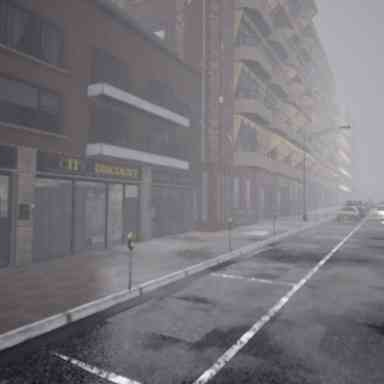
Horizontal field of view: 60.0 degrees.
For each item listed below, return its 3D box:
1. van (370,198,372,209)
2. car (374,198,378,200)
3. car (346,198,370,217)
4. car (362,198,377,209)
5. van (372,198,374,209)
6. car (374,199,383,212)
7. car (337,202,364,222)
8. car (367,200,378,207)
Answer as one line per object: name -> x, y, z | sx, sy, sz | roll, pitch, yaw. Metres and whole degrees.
van -> 22.790, 1.892, 44.649 | 1.690, 1.788, 3.998 | 1, 0, 31
car -> 31.241, 2.067, 58.927 | 2.192, 1.841, 5.009 | 1, 0, 31
car -> 17.157, 1.742, 35.133 | 2.192, 1.841, 5.009 | 1, 0, 31
car -> 34.058, 2.137, 63.685 | 2.192, 1.841, 5.009 | 1, 0, 31
van -> 25.607, 1.958, 49.410 | 1.690, 1.788, 3.998 | 1, 0, 31
car -> 28.571, 2.156, 49.427 | 2.033, 1.411, 5.357 | -1, -1, 31
car -> 14.249, 1.891, 30.227 | 1.752, 1.417, 4.829 | 1, 0, 31
car -> 39.688, 2.530, 73.204 | 1.947, 1.339, 4.313 | 1, 0, 31
